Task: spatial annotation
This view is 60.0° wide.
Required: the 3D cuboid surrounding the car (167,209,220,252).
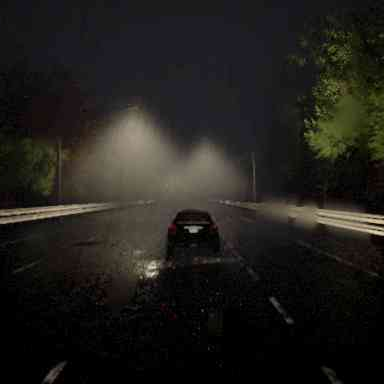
[{"bbox_3d":[0.041,1.517,14.860,2.097,1.767,4.553,0,0,0],"label":"car"}]
